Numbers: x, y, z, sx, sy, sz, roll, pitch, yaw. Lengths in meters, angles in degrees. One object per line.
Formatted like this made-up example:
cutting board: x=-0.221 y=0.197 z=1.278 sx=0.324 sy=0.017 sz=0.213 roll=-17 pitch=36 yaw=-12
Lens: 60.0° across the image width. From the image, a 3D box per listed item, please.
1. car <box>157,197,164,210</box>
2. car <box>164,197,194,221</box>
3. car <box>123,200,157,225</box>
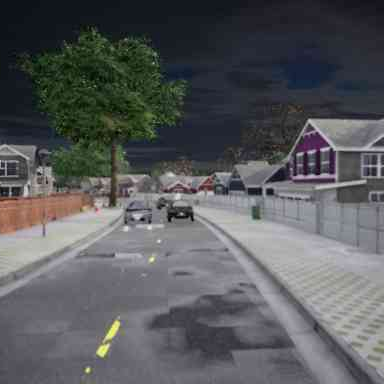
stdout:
car: x=-3.283 y=1.324 z=40.048 sx=1.837 sy=1.490 sz=4.892 roll=0 pitch=0 yaw=-11
car: x=-0.977 y=1.352 z=25.538 sx=1.882 sy=1.535 sz=5.008 roll=0 pitch=1 yaw=-6
car: x=-3.688 y=1.381 z=23.337 sx=2.128 sy=1.511 sz=4.902 roll=0 pitch=0 yaw=-6
